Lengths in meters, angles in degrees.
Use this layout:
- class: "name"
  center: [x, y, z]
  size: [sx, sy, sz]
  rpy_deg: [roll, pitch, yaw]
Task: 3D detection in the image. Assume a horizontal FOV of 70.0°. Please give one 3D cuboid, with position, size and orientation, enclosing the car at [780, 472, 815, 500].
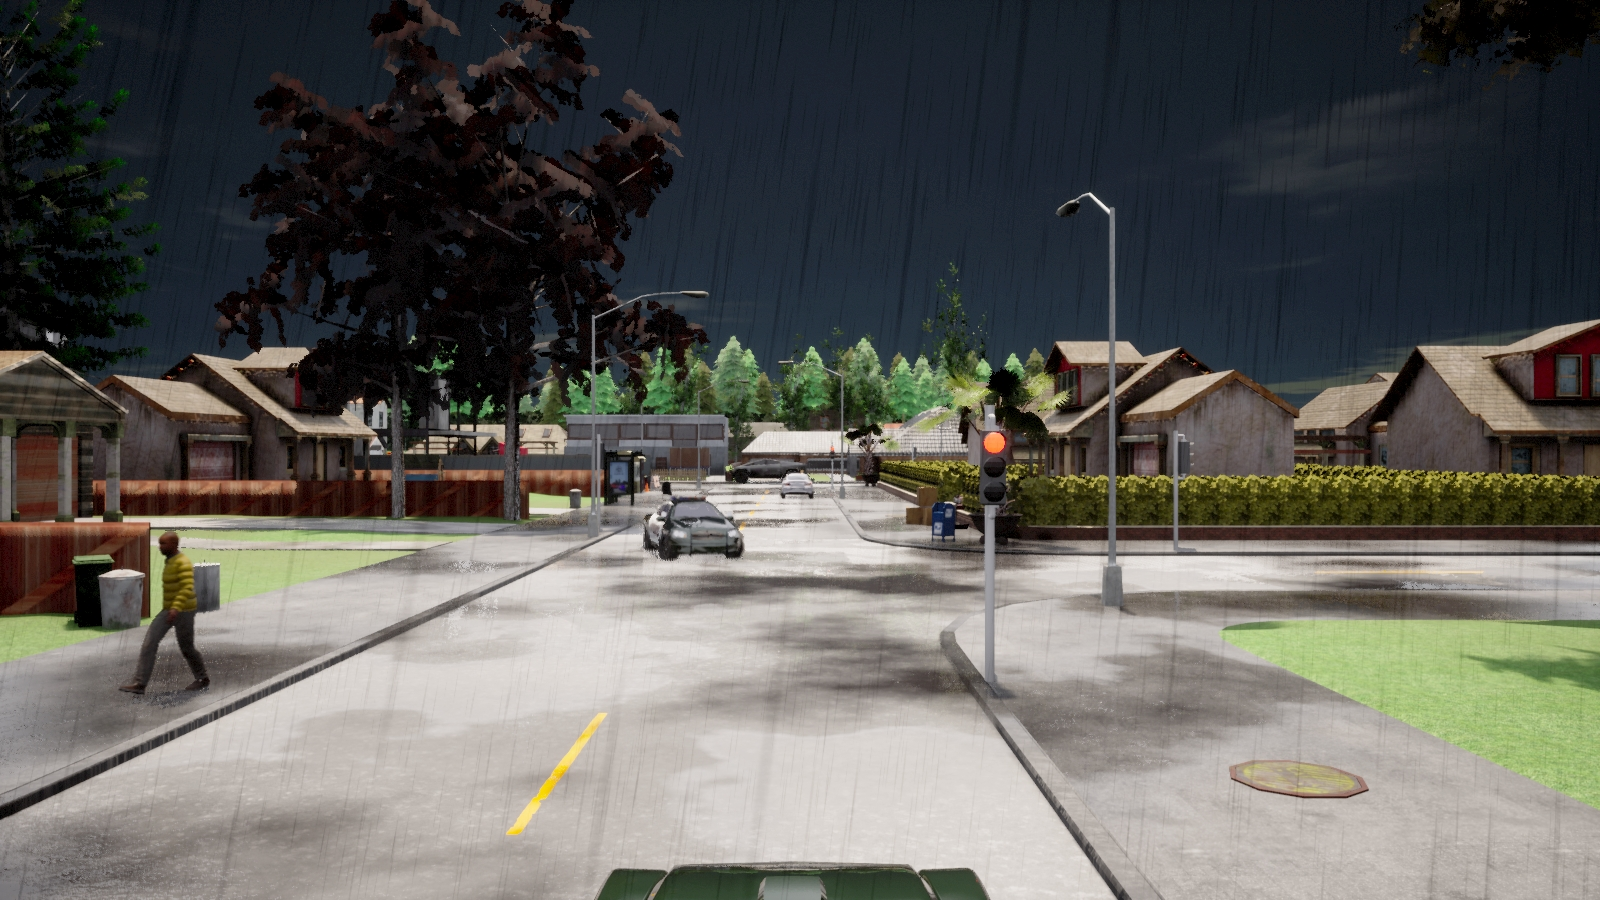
- class: "car"
  center: [-0.164, 2.081, 66.907]
  size: [2.002, 1.442, 4.674]
  rpy_deg: [0, 0, 0]

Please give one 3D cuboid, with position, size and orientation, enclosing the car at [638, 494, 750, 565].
- class: "car"
  center: [-2.944, 2.037, 30.549]
  size: [2.038, 1.542, 4.974]
  rpy_deg: [0, 0, -17]

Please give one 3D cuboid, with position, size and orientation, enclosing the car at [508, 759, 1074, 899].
- class: "car"
  center: [-0.028, 2.155, 3.193]
  size: [1.895, 1.301, 4.718]
  rpy_deg: [0, 0, 0]

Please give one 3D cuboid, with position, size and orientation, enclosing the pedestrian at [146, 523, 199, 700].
- class: "pedestrian"
  center: [-6.845, 1.746, 12.473]
  size: [0.375, 1.860, 0.375]
  rpy_deg: [0, 0, 33]
